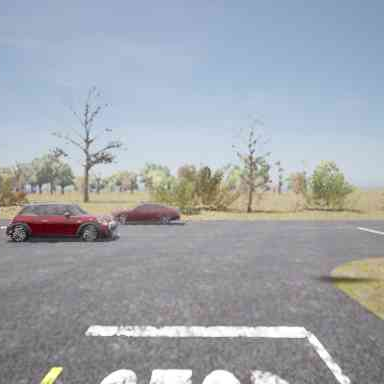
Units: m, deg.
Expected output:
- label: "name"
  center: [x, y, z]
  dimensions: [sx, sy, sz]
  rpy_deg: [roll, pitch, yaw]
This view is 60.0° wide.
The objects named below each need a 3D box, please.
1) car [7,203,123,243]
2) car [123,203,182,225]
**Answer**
- label: "car"
  center: [-5.790, 1.286, 15.256]
  dimensions: [4.553, 1.767, 2.097]
  rpy_deg: [0, 0, 0]
- label: "car"
  center: [-3.036, 1.440, 22.280]
  dimensions: [4.674, 1.442, 1.812]
  rpy_deg: [0, 0, 0]
